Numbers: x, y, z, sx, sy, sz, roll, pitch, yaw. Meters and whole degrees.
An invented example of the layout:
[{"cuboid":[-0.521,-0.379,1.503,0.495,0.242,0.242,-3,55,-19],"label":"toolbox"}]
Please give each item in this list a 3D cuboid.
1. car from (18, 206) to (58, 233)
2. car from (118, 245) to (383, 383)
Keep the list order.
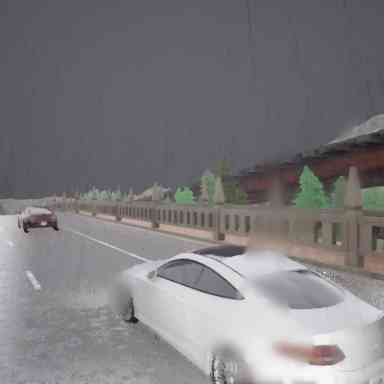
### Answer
[{"cuboid":[-9.589,1.608,20.625,1.812,1.442,4.674,0,0,-33],"label":"car"},{"cuboid":[0.441,1.534,4.919,1.812,1.442,4.674,0,0,-33],"label":"car"}]
